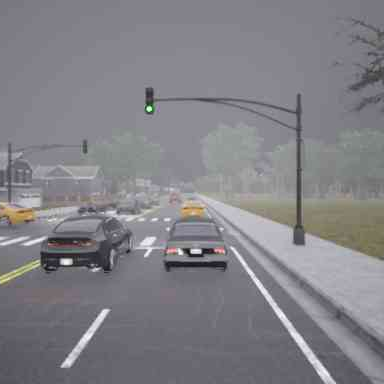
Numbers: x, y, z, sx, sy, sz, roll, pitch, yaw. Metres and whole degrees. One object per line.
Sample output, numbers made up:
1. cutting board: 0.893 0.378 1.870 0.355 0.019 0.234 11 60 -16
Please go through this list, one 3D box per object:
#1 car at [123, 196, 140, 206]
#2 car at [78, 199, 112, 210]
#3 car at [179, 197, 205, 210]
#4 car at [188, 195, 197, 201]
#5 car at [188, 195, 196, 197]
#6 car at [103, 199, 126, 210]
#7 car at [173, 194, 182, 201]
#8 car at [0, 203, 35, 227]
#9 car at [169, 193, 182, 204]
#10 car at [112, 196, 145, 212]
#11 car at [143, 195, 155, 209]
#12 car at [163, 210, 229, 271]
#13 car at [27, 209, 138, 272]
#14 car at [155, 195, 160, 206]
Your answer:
1. car: -9.780 1.465 54.215 1.837 1.490 4.892 0 0 1
2. car: -9.844 1.585 33.320 1.895 1.301 4.718 0 0 0
3. car: 0.101 1.466 28.485 1.882 1.535 5.008 0 0 0
4. car: 0.008 1.341 75.296 1.994 1.385 4.181 0 0 0
5. car: 0.007 1.454 64.875 1.837 1.490 4.892 0 0 0
6. car: -9.845 1.575 42.489 1.895 1.301 4.718 0 0 0
7. car: -3.242 1.266 75.296 1.882 1.535 5.008 0 0 0
8. car: -13.058 1.477 22.237 5.008 1.535 1.882 0 -1 10
9. car: -3.243 1.171 64.905 2.150 2.045 5.566 0 0 0
10. car: -6.558 1.487 34.838 1.837 1.490 4.892 0 0 2
11. car: -6.582 1.324 44.697 2.097 1.767 4.553 0 0 0
12. car: 0.100 1.545 10.910 2.033 1.411 5.357 0 0 0
13. car: -3.148 1.502 10.762 1.837 1.490 4.892 0 0 0
14. car: -6.531 1.313 54.735 2.097 1.767 4.553 0 0 1
